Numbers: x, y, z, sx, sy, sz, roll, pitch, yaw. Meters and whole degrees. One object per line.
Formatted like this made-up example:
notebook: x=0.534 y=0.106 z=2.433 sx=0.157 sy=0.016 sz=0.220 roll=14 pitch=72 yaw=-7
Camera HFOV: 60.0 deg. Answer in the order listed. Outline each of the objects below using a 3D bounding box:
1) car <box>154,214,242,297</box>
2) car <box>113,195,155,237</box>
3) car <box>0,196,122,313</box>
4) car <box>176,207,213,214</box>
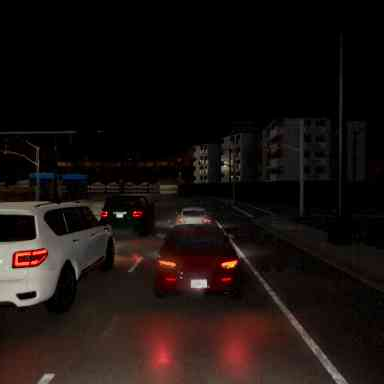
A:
car: x=0.120 y=1.525 z=8.434 sx=1.812 sy=1.442 sz=4.674 roll=0 pitch=0 yaw=0
car: x=-3.352 y=1.187 z=18.150 sx=2.150 sy=2.045 sz=5.566 roll=0 pitch=0 yaw=0
car: x=-3.383 y=1.221 z=7.791 sx=2.150 sy=2.045 sz=5.566 roll=0 pitch=0 yaw=0
car: x=0.115 y=1.498 z=17.521 sx=1.812 sy=1.442 sz=4.674 roll=0 pitch=0 yaw=1
